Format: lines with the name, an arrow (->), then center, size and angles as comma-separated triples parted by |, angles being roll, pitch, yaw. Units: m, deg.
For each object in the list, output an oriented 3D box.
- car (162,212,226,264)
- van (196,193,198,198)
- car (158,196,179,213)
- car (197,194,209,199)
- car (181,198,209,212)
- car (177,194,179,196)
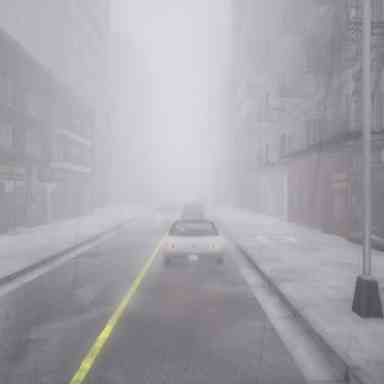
car -> 0.067, 1.615, 11.825 | 1.895, 1.301, 4.718 | 0, 0, 0
van -> 2.663, 1.405, 88.383 | 1.690, 1.788, 3.998 | 0, 0, 0
car -> -2.814, 1.516, 38.090 | 1.882, 1.535, 5.008 | 0, 0, 0
car -> 2.658, 1.608, 71.336 | 2.008, 1.369, 4.403 | 0, 0, 0
car -> 0.079, 1.522, 28.135 | 2.128, 1.511, 4.902 | 0, 0, 0
car -> -5.361, 1.616, 94.067 | 2.008, 1.369, 4.403 | 0, 0, 0
